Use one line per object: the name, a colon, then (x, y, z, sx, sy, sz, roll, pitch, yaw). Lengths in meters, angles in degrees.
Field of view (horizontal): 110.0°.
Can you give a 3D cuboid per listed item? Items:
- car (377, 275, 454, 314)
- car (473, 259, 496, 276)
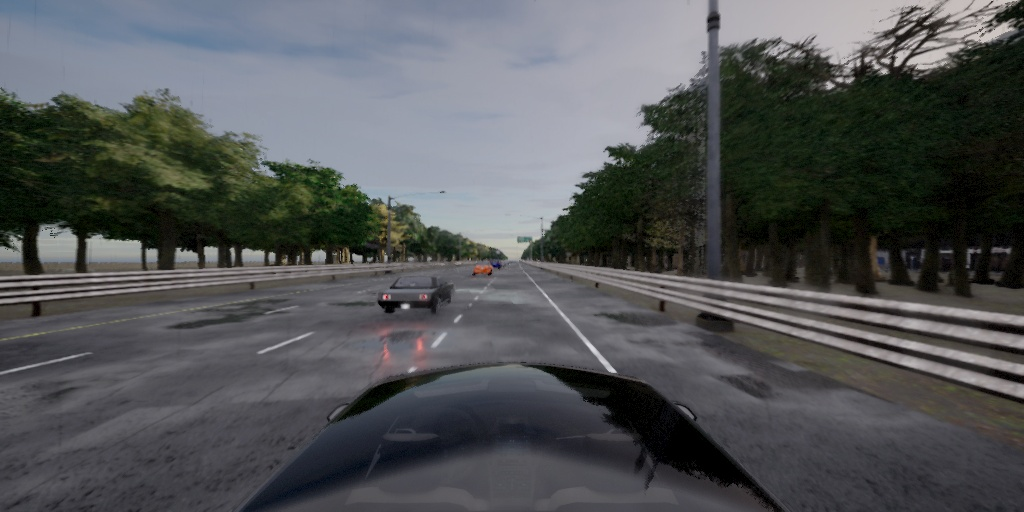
car: (-3.492, 1.393, 14.011, 1.895, 1.301, 4.718, 0, 0, 0)
car: (-3.402, 1.394, 43.099, 2.097, 1.767, 4.553, 0, -1, 0)
